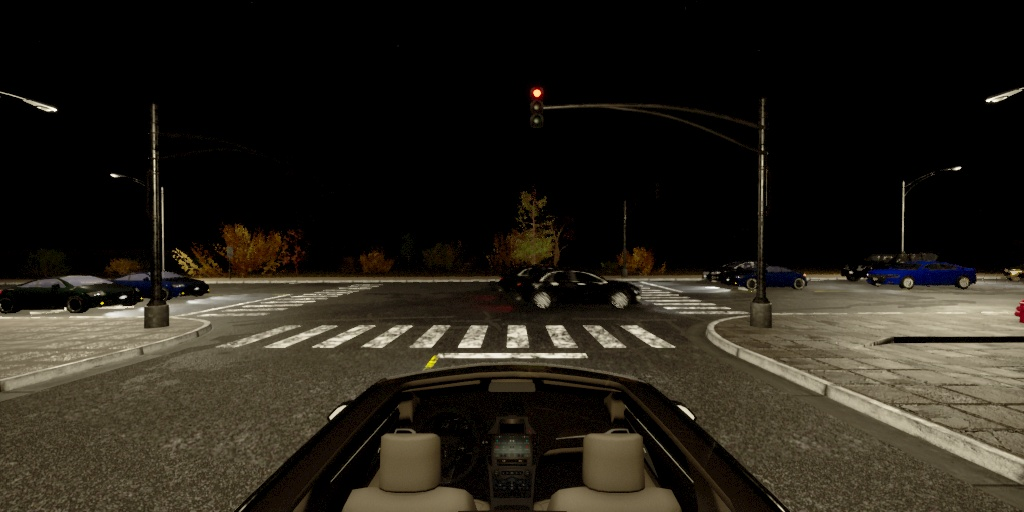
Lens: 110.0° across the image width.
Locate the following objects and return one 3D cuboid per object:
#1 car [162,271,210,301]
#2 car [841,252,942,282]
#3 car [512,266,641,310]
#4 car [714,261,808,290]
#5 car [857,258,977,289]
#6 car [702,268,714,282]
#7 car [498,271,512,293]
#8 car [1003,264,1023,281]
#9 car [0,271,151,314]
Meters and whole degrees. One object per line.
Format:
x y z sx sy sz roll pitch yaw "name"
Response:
-17.455 1.436 17.573 4.181 1.385 1.994 0 1 0 "car"
25.411 0.737 23.916 5.566 2.045 2.150 0 1 1 "car"
2.532 1.251 14.176 4.892 1.490 1.837 0 0 1 "car"
14.502 1.187 20.761 4.181 1.385 1.994 0 1 0 "car"
23.480 1.046 20.684 5.008 1.535 1.882 0 1 0 "car"
15.385 1.068 24.004 4.902 1.511 2.128 0 1 0 "car"
1.750 1.228 17.426 4.892 1.490 1.837 0 0 1 "car"
35.892 0.946 23.819 4.902 1.511 2.128 0 1 1 "car"
-17.513 1.477 14.329 4.181 1.385 1.994 0 1 0 "car"
